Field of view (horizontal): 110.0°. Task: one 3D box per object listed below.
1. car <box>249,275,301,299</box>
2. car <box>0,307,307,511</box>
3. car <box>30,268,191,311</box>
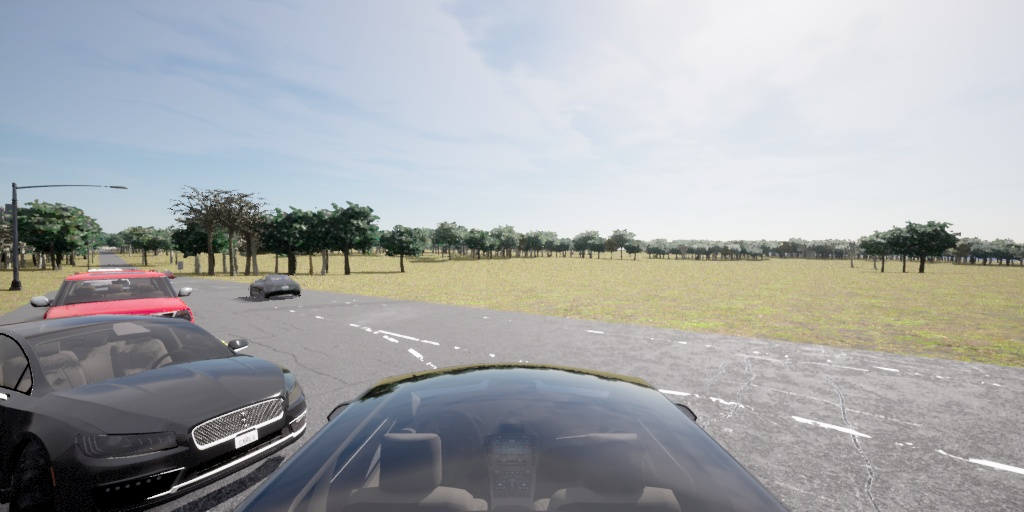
[{"bbox_3d":[-15.120,1.906,22.807,4.181,1.385,1.994,-2,0,41],"label":"car"},{"bbox_3d":[-4.557,1.445,3.985,4.892,1.490,1.837,-3,-3,21],"label":"car"},{"bbox_3d":[-9.463,1.386,8.636,5.566,2.045,2.150,-2,0,41],"label":"car"}]
